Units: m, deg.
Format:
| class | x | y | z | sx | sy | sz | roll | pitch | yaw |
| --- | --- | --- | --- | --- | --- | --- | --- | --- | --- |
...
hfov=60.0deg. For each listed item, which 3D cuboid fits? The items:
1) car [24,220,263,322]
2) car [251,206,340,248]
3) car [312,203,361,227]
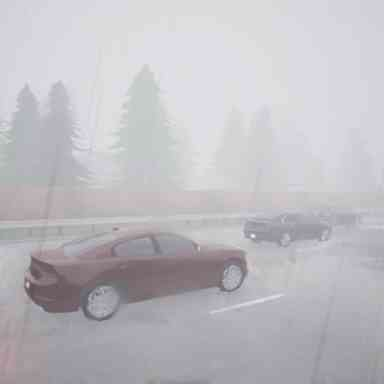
| class | x | y | z | sx | sy | sz | roll | pitch | yaw |
| --- | --- | --- | --- | --- | --- | --- | --- | --- | --- |
| car | -0.917 | 1.513 | 7.389 | 5.008 | 1.535 | 1.882 | 1 | 0 | -35 |
| car | 4.577 | 1.637 | 15.605 | 4.892 | 1.490 | 1.837 | 0 | 0 | -35 |
| car | 10.131 | 1.578 | 23.868 | 4.553 | 1.767 | 2.097 | 1 | 0 | -36 |
